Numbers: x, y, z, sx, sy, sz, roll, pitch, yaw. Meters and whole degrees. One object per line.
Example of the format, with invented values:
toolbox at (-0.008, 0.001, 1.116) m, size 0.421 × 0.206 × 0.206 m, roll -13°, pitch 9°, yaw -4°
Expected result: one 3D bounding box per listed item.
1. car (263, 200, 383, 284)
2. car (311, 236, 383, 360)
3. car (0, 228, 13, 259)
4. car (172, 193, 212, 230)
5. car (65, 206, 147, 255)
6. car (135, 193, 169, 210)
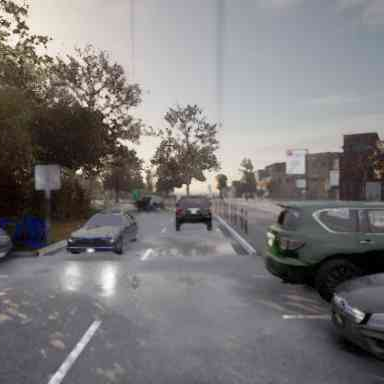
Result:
car at (4.445, 1.224, 7.512) m, size 5.566 × 2.045 × 2.435 m, roll 0°, pitch 0°, yaw 0°
car at (4.419, 1.518, 4.687) m, size 4.674 × 1.452 × 2.002 m, roll 0°, pitch 0°, yaw 0°
car at (-8.093, 1.339, 10.257) m, size 4.553 × 1.767 × 2.185 m, roll 0°, pitch -1°, yaw 0°
car at (0.112, 1.187, 21.016) m, size 2.150 × 2.045 × 5.566 m, roll 0°, pitch 0°, yaw 0°
car at (-3.339, 1.533, 13.588) m, size 2.033 × 1.411 × 5.357 m, roll 0°, pitch 0°, yaw 0°
car at (-5.159, 1.232, 40.133) m, size 2.097 × 1.767 × 4.553 m, roll 0°, pitch 0°, yaw -35°
